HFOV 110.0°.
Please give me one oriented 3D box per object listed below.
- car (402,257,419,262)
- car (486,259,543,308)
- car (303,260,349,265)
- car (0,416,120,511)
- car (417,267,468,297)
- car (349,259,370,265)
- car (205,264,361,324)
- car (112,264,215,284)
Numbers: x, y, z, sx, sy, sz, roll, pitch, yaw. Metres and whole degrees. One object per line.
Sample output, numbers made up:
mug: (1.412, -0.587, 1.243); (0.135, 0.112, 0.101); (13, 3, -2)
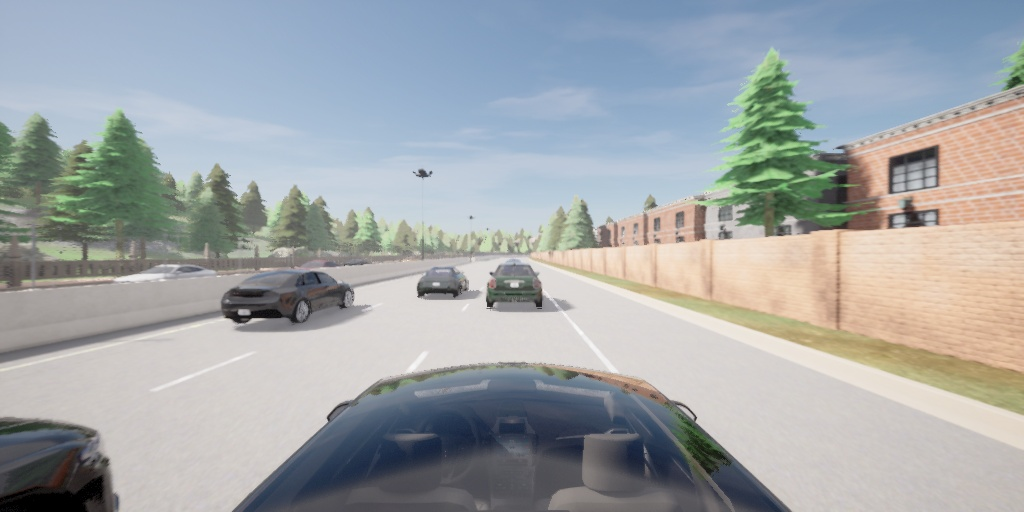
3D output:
car: (-17.467, 0.900, 61.864); (1.882, 1.535, 5.008); (0, 0, 0)
car: (0.094, 1.026, 14.818); (2.097, 1.767, 4.553); (0, 0, 0)
car: (-14.073, 1.068, 26.008); (1.882, 1.535, 5.008); (0, 0, 0)
car: (-3.379, 1.246, 0.190); (2.128, 1.511, 4.902); (0, 0, 0)
car: (-3.392, 1.214, 18.075); (1.994, 1.385, 4.181); (0, 0, 0)
car: (-20.986, 1.051, 48.508); (1.895, 1.301, 4.718); (0, 0, 0)
car: (-6.894, 1.188, 11.648); (1.837, 1.490, 4.892); (0, 0, 0)
car: (-17.576, 1.155, 18.511); (1.812, 1.442, 4.674); (0, 0, 0)
